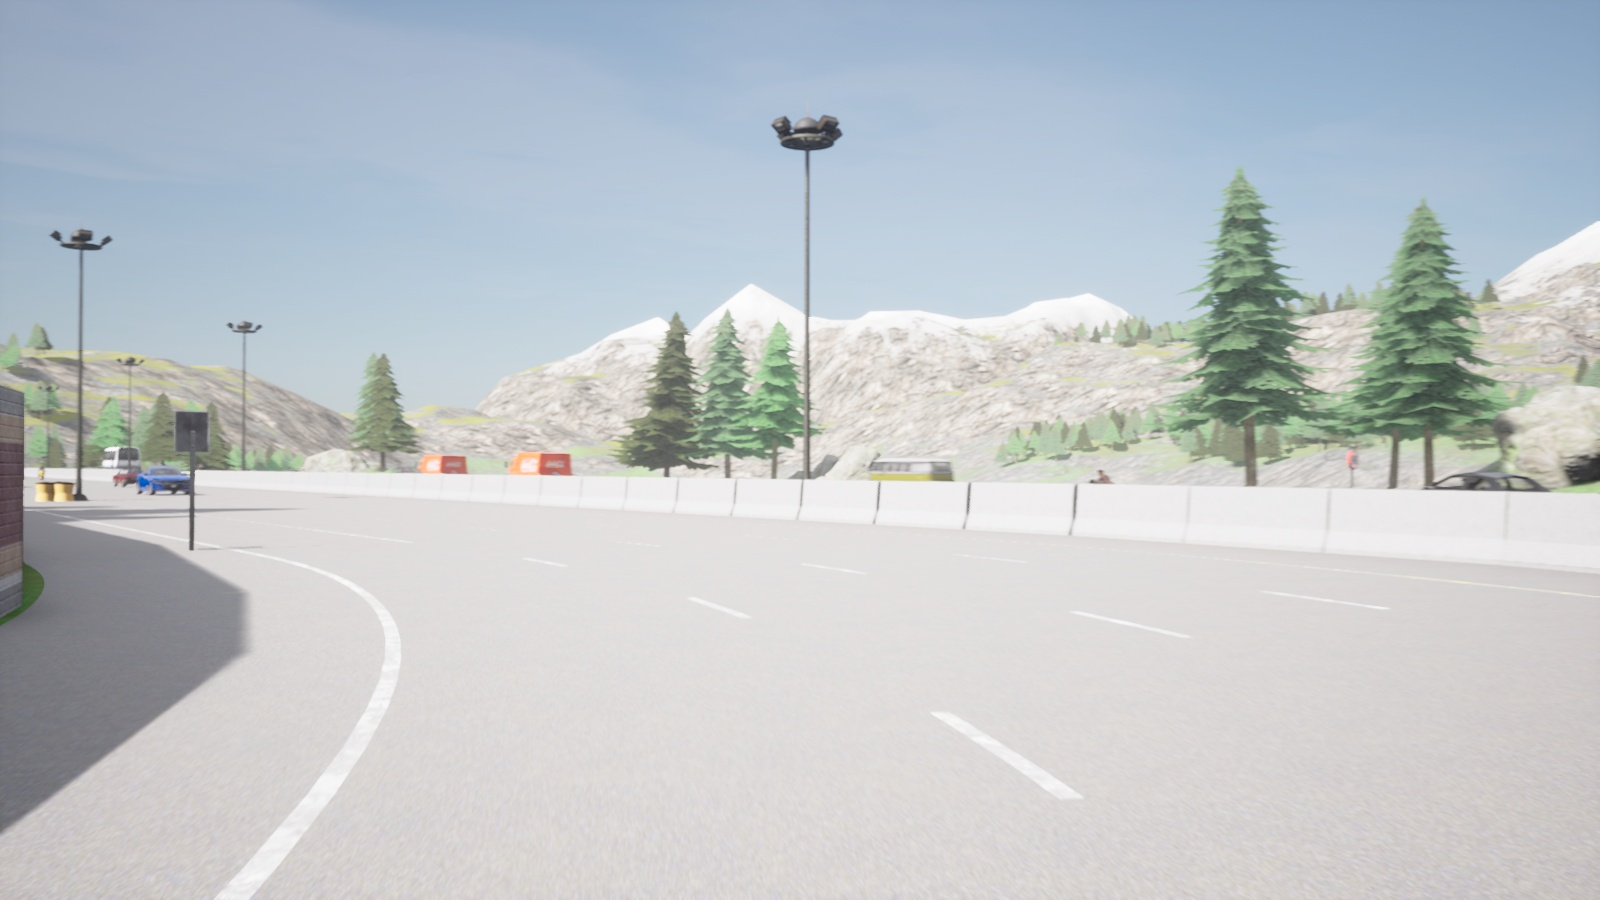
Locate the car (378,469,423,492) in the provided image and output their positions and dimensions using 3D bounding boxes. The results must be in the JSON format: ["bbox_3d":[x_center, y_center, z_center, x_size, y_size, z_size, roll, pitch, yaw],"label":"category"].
[{"bbox_3d":[-27.694,2.114,86.946,1.789,1.549,3.705,0,-1,-38],"label":"car"}]

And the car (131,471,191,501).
[{"bbox_3d":[-34.048,1.878,66.826,1.882,1.535,5.008,0,-1,-39],"label":"car"}]

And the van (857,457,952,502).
[{"bbox_3d":[4.743,1.314,57.508,1.775,1.987,4.442,0,-1,-39],"label":"van"}]

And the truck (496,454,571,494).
[{"bbox_3d":[-16.747,1.483,78.768,2.627,2.467,5.204,0,-1,-37],"label":"truck"}]

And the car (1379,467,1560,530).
[{"bbox_3d":[16.741,1.160,31.673,1.816,1.474,4.193,0,-1,-10],"label":"car"}]
